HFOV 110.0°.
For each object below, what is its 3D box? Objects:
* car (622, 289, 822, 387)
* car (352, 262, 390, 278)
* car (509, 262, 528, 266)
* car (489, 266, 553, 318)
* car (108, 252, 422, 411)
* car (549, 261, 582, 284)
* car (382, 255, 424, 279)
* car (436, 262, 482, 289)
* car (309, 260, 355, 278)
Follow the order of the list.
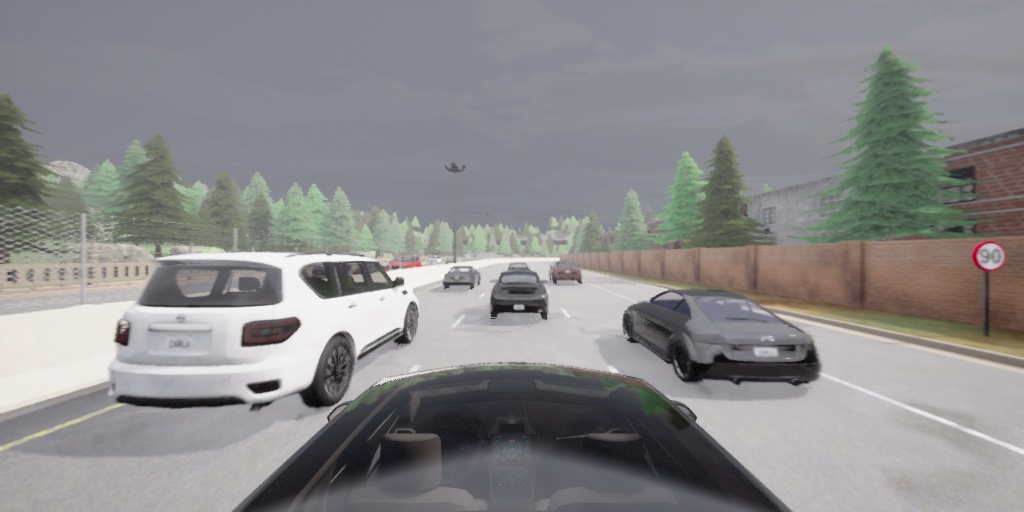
[{"bbox_3d":[3.648,1.327,7.106,1.994,1.385,4.181,0,0,1],"label":"car"},{"bbox_3d":[-13.569,1.295,34.754,1.994,1.385,4.181,0,0,1],"label":"car"},{"bbox_3d":[0.529,1.243,29.472,1.882,1.535,5.008,0,0,1],"label":"car"},{"bbox_3d":[0.247,1.261,12.923,1.837,1.490,4.892,0,0,1],"label":"car"},{"bbox_3d":[-3.352,0.966,6.347,2.150,2.045,5.566,0,0,1],"label":"car"},{"bbox_3d":[3.995,1.126,27.590,2.097,1.767,4.553,0,0,1],"label":"car"},{"bbox_3d":[-10.089,0.959,33.726,2.150,2.045,5.566,0,0,1],"label":"car"},{"bbox_3d":[-3.096,1.301,22.923,2.033,1.411,5.357,0,0,1],"label":"car"},{"bbox_3d":[-17.077,1.199,34.356,1.882,1.535,5.008,0,0,1],"label":"car"}]
